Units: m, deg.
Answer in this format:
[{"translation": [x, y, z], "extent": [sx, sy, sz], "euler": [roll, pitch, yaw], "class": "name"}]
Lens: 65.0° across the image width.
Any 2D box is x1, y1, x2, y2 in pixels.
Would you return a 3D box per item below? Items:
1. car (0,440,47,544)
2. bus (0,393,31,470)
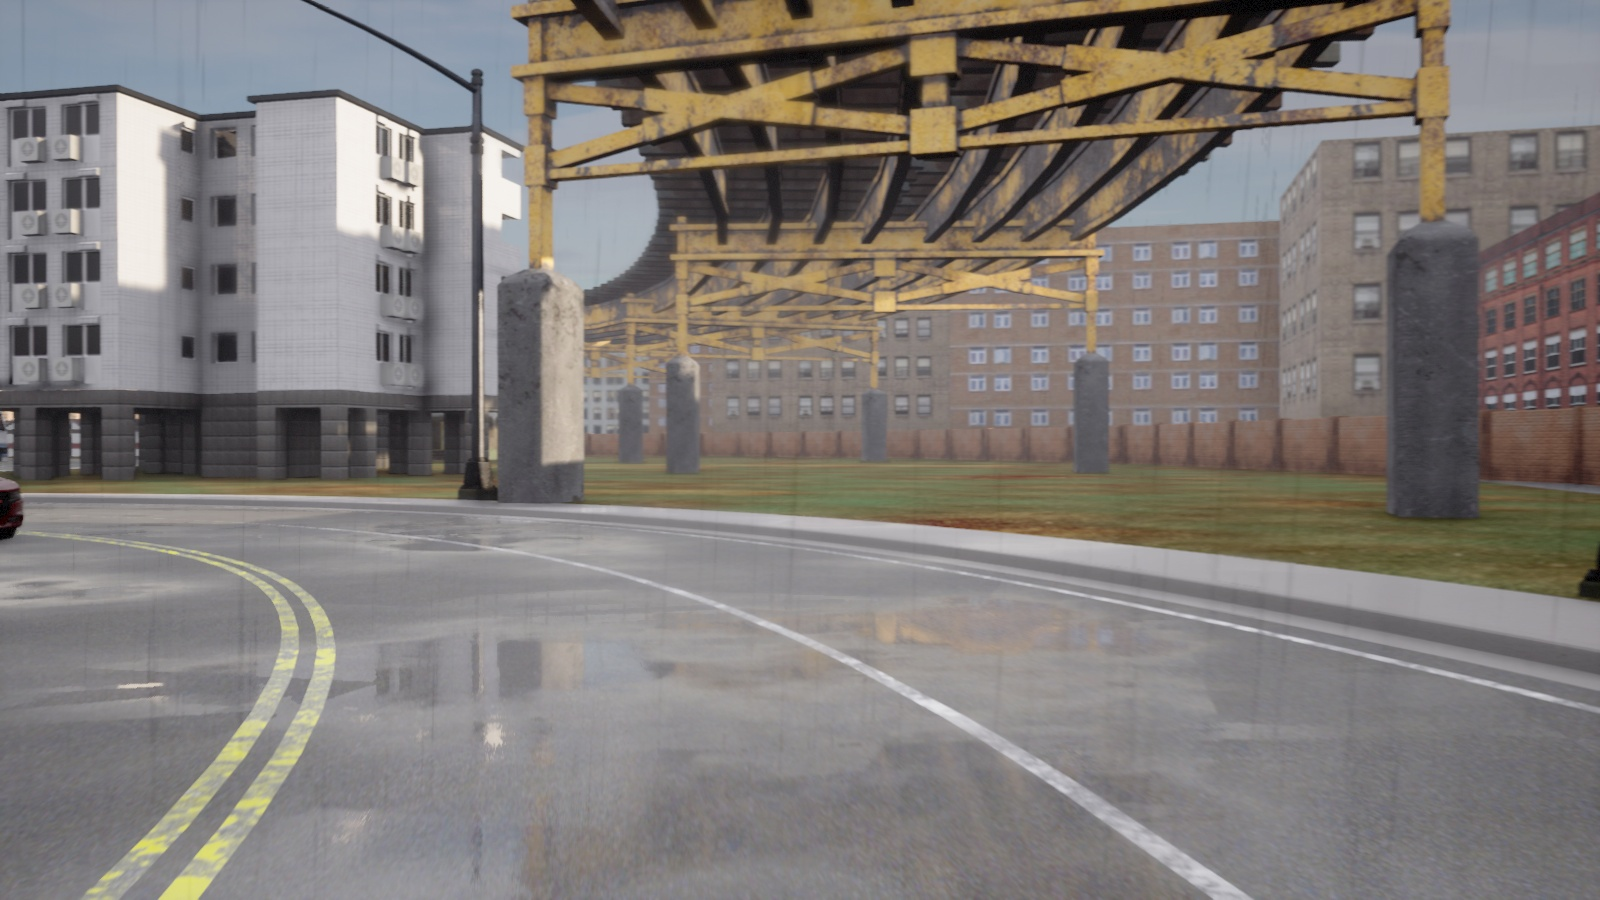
[{"translation": [-14.144, 0.618, 19.541], "extent": [5.008, 1.535, 1.882], "euler": [0, 0, 29], "class": "car"}, {"translation": [-46.278, -0.993, 66.962], "extent": [3.944, 4.253, 10.273], "euler": [0, 0, 2], "class": "bus"}]
